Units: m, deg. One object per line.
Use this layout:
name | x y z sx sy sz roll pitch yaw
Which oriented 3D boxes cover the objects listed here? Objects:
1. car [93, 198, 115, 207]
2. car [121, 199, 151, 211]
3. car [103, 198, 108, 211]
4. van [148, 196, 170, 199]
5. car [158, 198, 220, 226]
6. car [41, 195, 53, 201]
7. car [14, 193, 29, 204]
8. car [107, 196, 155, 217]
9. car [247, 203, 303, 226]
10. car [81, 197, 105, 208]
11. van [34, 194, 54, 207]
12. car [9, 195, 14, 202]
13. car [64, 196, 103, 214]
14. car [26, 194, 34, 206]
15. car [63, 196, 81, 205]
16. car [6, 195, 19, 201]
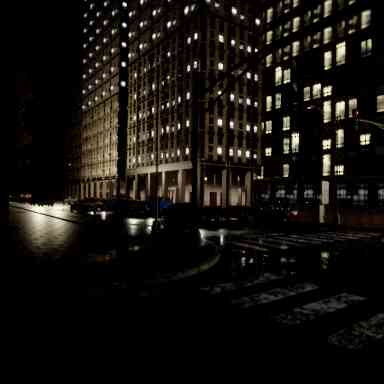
car | -13.744 1.582 51.619 1.947 1.339 4.313 1 -1 -35
car | -7.217 1.580 42.397 2.008 1.369 4.403 1 -1 -35
car | -11.764 1.465 38.821 2.033 1.411 5.357 1 -1 -35
van | -3.951 1.377 37.789 1.690 1.788 3.998 1 -1 -35
car | -0.170 1.422 22.413 1.882 1.535 5.008 1 -1 -36
car | -36.584 1.565 83.895 1.802 1.307 4.206 1 -1 -35
car | -30.367 1.152 60.615 2.192 1.841 5.009 1 -1 -35
car | -5.618 1.409 30.116 1.882 1.535 5.008 1 -1 -35
car | 5.836 1.500 23.955 1.967 1.590 4.097 1 -1 -35
car | -14.376 1.472 47.950 1.837 1.490 4.892 1 -1 -35
van | -20.579 1.194 46.782 1.690 1.788 3.998 1 -1 -35
car | -36.897 1.394 69.834 1.947 1.339 4.313 1 -1 -35
car | -10.795 1.424 32.947 2.008 1.369 4.403 1 -1 -35
car | -23.846 1.429 51.390 1.802 1.307 4.206 1 -1 -35
car | -20.366 1.482 56.322 1.812 1.442 4.674 1 -1 -35
car | -40.159 1.375 74.445 2.008 1.369 4.403 1 -1 -35
